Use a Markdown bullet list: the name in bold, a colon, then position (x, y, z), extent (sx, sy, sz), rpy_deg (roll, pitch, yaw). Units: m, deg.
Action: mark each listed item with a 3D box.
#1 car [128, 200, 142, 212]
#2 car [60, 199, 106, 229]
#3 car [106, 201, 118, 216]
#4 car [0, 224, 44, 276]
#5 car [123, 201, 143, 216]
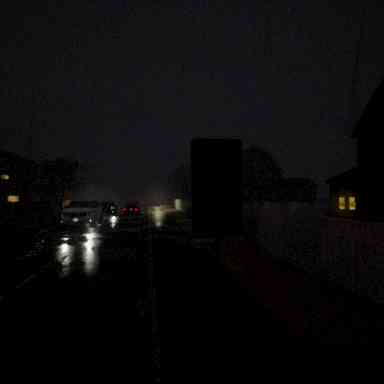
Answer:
- **car**: position (-8.267, 2.003, 48.611), extent (1.882, 1.535, 5.008), rpy_deg (-1, -1, -7)
- **car**: position (-7.964, 1.518, 24.441), extent (2.150, 2.045, 5.566), rpy_deg (-1, -1, -8)
- **car**: position (-9.742, 1.795, 38.375), extent (2.097, 1.767, 4.553), rpy_deg (-1, 0, -7)
- **car**: position (-6.043, 1.682, 9.908), extent (2.033, 1.411, 5.357), rpy_deg (-1, -1, -8)
- **car**: position (-6.852, 1.959, 38.185), extent (2.033, 1.411, 5.357), rpy_deg (-1, -1, -7)
